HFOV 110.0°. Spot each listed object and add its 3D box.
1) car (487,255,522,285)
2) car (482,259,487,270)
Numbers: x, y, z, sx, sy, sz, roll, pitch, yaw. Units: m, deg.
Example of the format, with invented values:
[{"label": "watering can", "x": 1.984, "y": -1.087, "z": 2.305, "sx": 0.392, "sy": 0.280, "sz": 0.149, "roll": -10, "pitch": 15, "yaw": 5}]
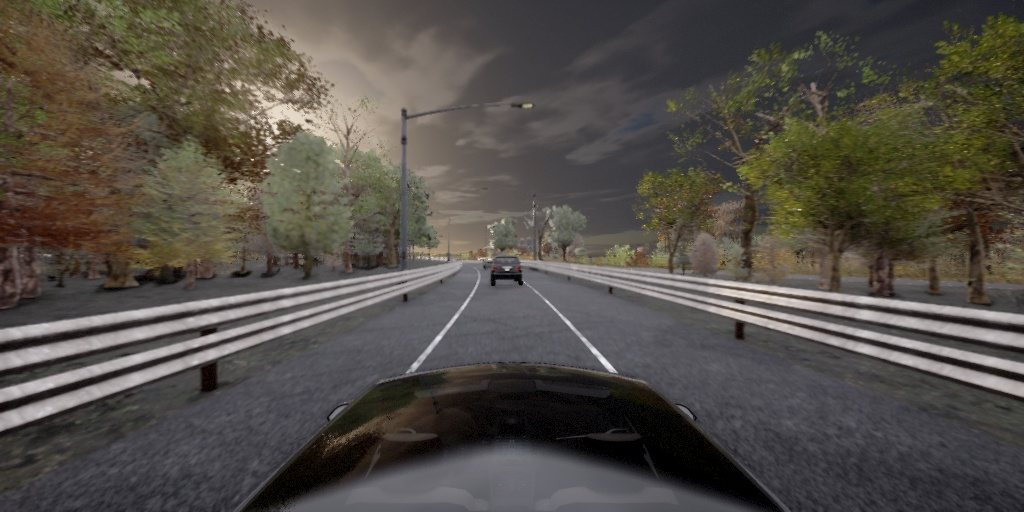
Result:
[{"label": "car", "x": -0.514, "y": 0.973, "z": 26.032, "sx": 2.150, "sy": 2.045, "sz": 5.566, "roll": 0, "pitch": 0, "yaw": -4}, {"label": "car", "x": -3.401, "y": 1.218, "z": 53.518, "sx": 2.128, "sy": 1.511, "sz": 4.902, "roll": 0, "pitch": 0, "yaw": -8}]
